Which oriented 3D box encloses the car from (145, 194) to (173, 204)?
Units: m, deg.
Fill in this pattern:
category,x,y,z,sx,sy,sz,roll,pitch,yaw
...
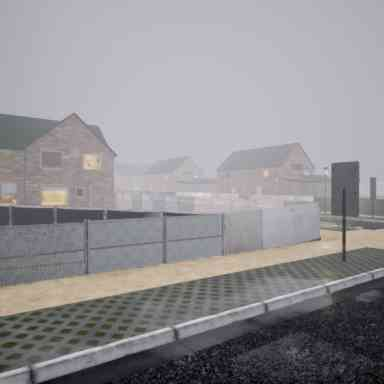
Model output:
category,x,y,z,sx,sy,sz,roll,pitch,yaw
car,-4.357,0.955,43.575,1.895,1.301,4.718,1,1,-36
